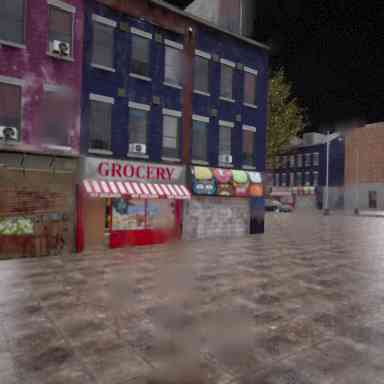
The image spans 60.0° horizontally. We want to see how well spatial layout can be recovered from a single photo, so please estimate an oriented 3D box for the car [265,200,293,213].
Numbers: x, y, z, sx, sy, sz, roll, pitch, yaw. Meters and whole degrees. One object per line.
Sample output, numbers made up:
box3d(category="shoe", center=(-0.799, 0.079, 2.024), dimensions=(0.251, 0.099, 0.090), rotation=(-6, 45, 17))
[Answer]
box3d(category="car", center=(9.131, 1.641, 37.539), dimensions=(1.837, 1.490, 4.892), rotation=(2, -2, -35))
